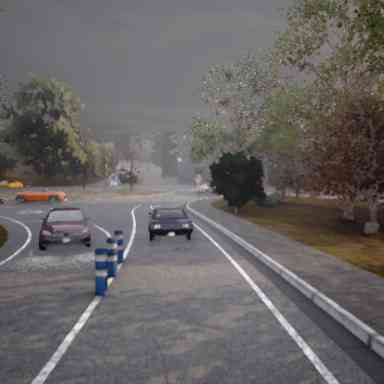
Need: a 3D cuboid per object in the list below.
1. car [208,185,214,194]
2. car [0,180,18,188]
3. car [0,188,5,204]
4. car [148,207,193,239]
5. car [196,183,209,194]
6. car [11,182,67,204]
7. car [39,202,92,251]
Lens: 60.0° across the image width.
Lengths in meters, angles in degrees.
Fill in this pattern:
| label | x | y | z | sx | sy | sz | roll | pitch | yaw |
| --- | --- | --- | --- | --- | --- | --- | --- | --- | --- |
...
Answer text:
| label | x | y | z | sx | sy | sz | roll | pitch | yaw |
| --- | --- | --- | --- | --- | --- | --- | --- | --- | --- |
| car | 5.013 | -0.299 | 45.784 | 4.718 | 1.301 | 1.895 | -2 | 4 | -34 |
| car | -33.412 | -1.345 | 60.248 | 1.882 | 1.535 | 5.008 | 2 | 4 | 31 |
| car | -19.556 | 0.638 | 29.465 | 5.357 | 1.411 | 2.033 | 0 | 4 | 4 |
| car | -1.149 | 1.383 | 16.065 | 1.895 | 1.301 | 4.718 | 0 | 2 | -7 |
| car | 2.773 | -0.514 | 48.004 | 4.674 | 1.442 | 1.812 | -2 | 4 | -34 |
| car | -14.889 | 0.225 | 33.054 | 4.553 | 1.767 | 2.097 | 0 | 3 | -6 |
| car | -5.296 | 1.390 | 14.022 | 1.812 | 1.442 | 4.674 | 0 | 2 | -21 |
